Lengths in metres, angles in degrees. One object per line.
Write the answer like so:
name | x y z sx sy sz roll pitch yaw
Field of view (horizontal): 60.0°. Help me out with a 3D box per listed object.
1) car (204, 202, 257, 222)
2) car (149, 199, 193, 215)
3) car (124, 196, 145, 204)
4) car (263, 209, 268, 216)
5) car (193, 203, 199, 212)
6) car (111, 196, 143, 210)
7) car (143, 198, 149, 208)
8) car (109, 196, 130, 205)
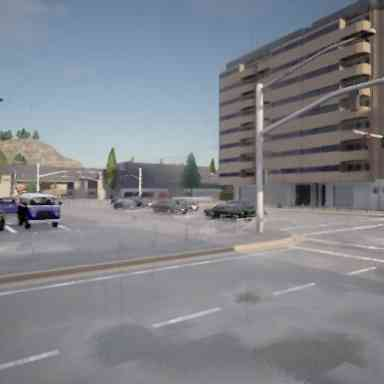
car | 3.112 1.654 26.932 1.895 1.301 4.718 0 0 -35
car | -2.272 1.557 34.535 1.837 1.490 4.892 0 0 -35
car | -11.485 1.542 66.057 2.128 1.511 4.902 0 0 -35
car | 4.524 1.600 30.993 2.033 1.411 5.357 0 0 -35
car | -1.103 1.544 38.944 2.128 1.511 4.902 0 0 -35
car | -8.628 1.578 43.527 1.812 1.442 4.674 0 0 -35
car | -7.034 1.543 47.345 2.128 1.511 4.902 0 0 -35
car | -13.802 1.542 63.270 2.128 1.511 4.902 0 0 -35
